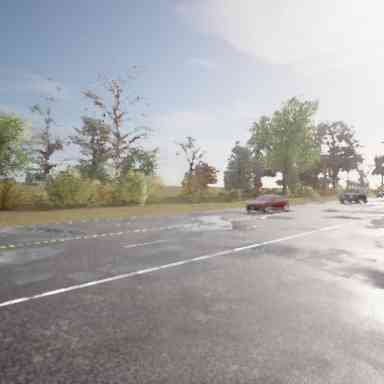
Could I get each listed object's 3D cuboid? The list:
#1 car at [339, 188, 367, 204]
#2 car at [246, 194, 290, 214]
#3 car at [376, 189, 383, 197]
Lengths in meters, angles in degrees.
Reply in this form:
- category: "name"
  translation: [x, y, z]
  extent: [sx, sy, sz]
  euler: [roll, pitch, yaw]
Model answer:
- category: "car"
  translation: [21.683, 0.520, 44.539]
  extent: [2.150, 2.045, 5.566]
  euler: [0, 0, 44]
- category: "car"
  translation: [6.548, 0.980, 28.468]
  extent: [1.882, 1.535, 5.008]
  euler: [0, 1, 43]
- category: "car"
  translation: [32.503, 0.305, 55.986]
  extent: [1.837, 1.490, 4.892]
  euler: [0, 1, 43]
